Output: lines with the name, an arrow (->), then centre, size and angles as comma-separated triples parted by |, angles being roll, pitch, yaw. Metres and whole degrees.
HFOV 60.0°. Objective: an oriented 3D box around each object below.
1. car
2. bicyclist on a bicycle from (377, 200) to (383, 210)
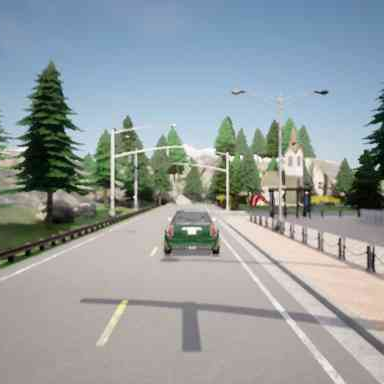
car -> -0.004, 1.486, 14.081 | 2.097, 1.767, 4.553 | 0, -1, 0
bicyclist on a bicycle -> 18.340, 1.595, 32.141 | 0.582, 1.620, 1.656 | 0, -1, 0
